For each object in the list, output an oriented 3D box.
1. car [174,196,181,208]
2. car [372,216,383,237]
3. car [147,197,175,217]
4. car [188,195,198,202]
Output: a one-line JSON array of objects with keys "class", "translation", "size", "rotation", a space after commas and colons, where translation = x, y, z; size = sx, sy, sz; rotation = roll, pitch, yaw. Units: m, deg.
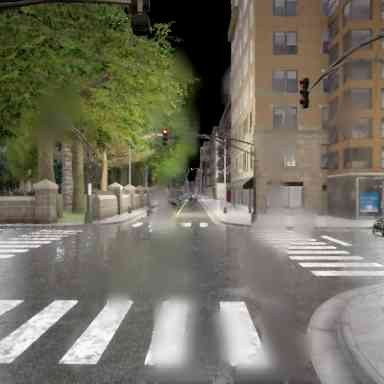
[{"class": "car", "translation": [-2.985, 1.547, 47.512], "size": [1.895, 1.301, 4.718], "rotation": [0, 0, 0]}, {"class": "car", "translation": [11.004, 1.366, 15.548], "size": [4.553, 1.767, 2.097], "rotation": [0, 0, 0]}, {"class": "car", "translation": [-3.029, 1.470, 30.749], "size": [2.128, 1.511, 4.902], "rotation": [0, 0, 0]}, {"class": "car", "translation": [0.205, 1.424, 70.737], "size": [1.812, 1.442, 4.674], "rotation": [0, 0, 0]}]
